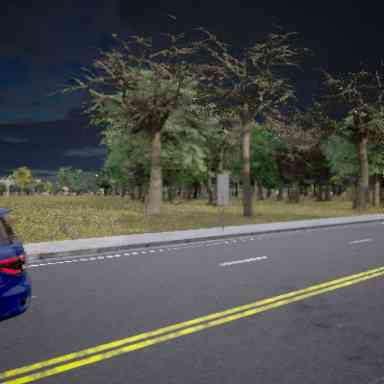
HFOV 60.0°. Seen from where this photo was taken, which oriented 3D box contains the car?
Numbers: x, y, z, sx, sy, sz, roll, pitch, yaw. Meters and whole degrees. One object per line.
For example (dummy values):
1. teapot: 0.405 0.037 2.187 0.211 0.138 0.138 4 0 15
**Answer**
1. car: -5.047 1.229 4.081 5.566 2.045 2.150 0 0 -35
